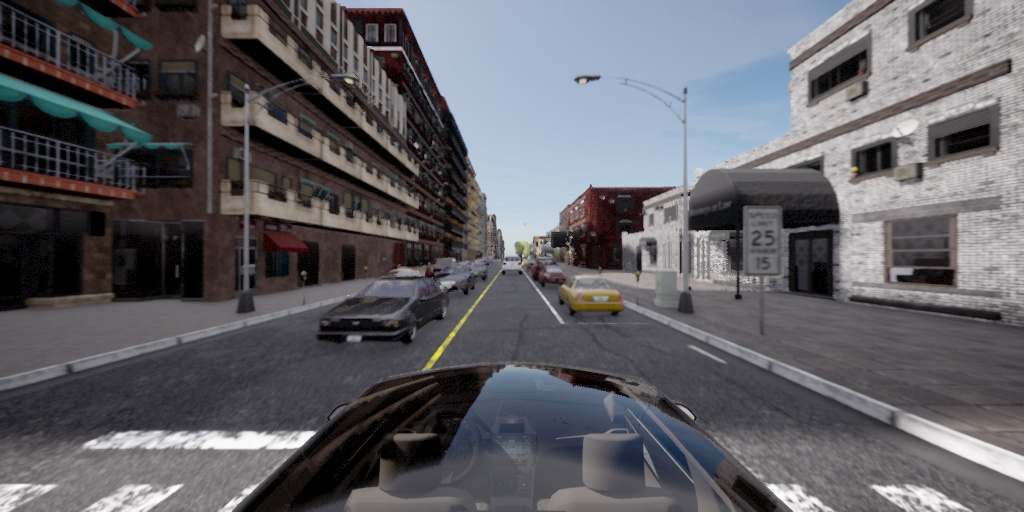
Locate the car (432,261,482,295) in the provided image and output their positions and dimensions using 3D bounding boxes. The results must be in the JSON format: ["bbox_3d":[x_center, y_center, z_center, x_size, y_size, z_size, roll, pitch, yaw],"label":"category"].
[{"bbox_3d":[-3.074,1.220,19.764,2.128,1.511,4.902,0,0,0],"label":"car"}]

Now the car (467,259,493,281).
[{"bbox_3d":[-2.998,1.218,30.115,2.128,1.511,4.902,0,0,0],"label":"car"}]

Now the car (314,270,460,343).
[{"bbox_3d":[-3.060,1.280,9.885,2.033,1.411,5.357,0,0,3],"label":"car"}]

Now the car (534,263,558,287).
[{"bbox_3d":[2.693,1.312,24.117,1.802,1.307,4.207,0,0,0],"label":"car"}]

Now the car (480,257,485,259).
[{"bbox_3d":[-5.683,1.281,57.353,1.888,1.381,4.507,0,0,0],"label":"car"}]

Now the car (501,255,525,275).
[{"bbox_3d":[0.008,0.952,39.649,2.150,2.045,5.566,0,0,0],"label":"car"}]

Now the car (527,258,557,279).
[{"bbox_3d":[2.694,1.045,29.656,2.192,1.841,5.009,0,0,0],"label":"car"}]

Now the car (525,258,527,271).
[{"bbox_3d":[2.697,1.284,46.273,2.007,1.370,4.403,0,0,0],"label":"car"}]

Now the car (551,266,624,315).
[{"bbox_3d":[2.692,1.259,13.209,1.751,1.417,4.829,0,0,0],"label":"car"}]

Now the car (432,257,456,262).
[{"bbox_3d":[-5.687,1.040,29.656,2.192,1.841,5.009,0,0,0],"label":"car"}]

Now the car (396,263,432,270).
[{"bbox_3d":[-5.688,1.253,18.408,1.751,1.417,4.829,0,0,0],"label":"car"}]

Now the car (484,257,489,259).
[{"bbox_3d":[-5.682,1.179,62.891,1.967,1.591,4.097,0,0,0],"label":"car"}]
